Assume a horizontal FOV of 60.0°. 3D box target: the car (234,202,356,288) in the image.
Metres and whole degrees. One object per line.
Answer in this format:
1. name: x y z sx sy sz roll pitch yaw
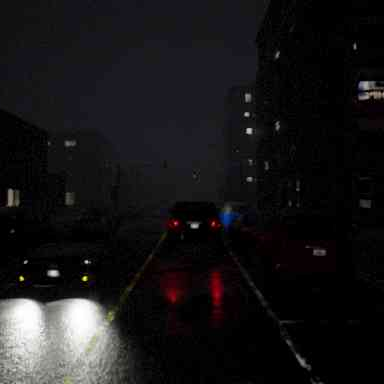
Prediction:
1. car: 2.708 1.387 9.449 2.192 1.841 5.009 1 0 0

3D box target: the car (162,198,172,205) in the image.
1. car: -5.673 2.099 74.720 1.887 1.381 4.507 1 0 0

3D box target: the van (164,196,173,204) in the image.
1. van: -5.669 1.938 80.409 1.690 1.788 3.998 1 0 0

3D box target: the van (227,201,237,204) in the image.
1. van: 2.708 1.493 20.263 1.690 1.788 3.998 1 0 0

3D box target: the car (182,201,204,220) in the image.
1. car: 0.101 1.716 31.862 1.882 1.535 5.008 0 0 0

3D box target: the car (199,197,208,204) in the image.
1. car: 2.709 2.036 80.468 1.967 1.590 4.097 1 0 0

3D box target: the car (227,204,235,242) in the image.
1. car: 2.706 1.552 14.855 1.967 1.590 4.097 1 0 0

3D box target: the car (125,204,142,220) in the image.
1. car: -5.676 1.784 31.083 2.008 1.369 4.403 1 0 0

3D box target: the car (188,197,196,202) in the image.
1. car: 0.004 2.016 91.299 2.128 1.511 4.902 0 0 0

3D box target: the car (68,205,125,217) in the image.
1. car: -5.674 1.593 20.271 1.967 1.590 4.097 1 0 0

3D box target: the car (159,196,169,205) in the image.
1. car: -5.750 2.058 69.038 1.887 1.381 4.507 1 0 0

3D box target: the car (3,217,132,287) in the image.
1. car: -3.099 1.635 9.408 1.994 1.385 4.181 0 0 0

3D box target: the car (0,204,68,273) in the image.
1. car: -5.672 1.387 9.457 2.192 1.841 5.009 1 0 0

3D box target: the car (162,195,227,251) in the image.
1. car: 0.099 1.335 14.800 2.150 2.045 5.566 0 0 0
